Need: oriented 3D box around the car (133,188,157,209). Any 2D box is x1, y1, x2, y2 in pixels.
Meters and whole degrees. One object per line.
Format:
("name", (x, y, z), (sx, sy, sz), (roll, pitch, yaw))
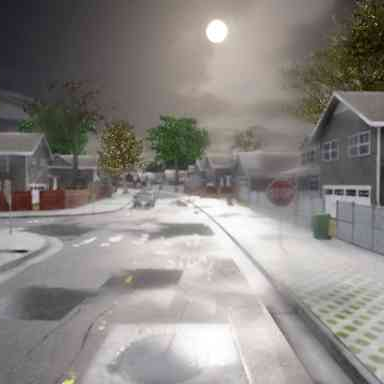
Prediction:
("car", (-4.225, 0.669, 29.991), (2.128, 1.511, 4.902), (0, 2, -5))
